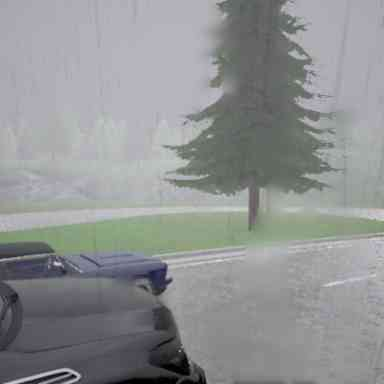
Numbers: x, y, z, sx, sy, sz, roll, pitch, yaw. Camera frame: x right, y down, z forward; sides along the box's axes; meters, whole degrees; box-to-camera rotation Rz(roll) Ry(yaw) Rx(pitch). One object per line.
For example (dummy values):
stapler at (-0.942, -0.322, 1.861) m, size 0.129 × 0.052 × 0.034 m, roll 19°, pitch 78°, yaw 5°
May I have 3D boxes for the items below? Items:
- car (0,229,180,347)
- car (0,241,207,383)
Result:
car at (-2.723, 1.562, 5.907) m, size 4.718 × 1.301 × 1.895 m, roll 0°, pitch 0°, yaw -35°
car at (-2.537, 1.208, 1.783) m, size 5.566 × 2.045 × 2.150 m, roll 0°, pitch 0°, yaw -36°
